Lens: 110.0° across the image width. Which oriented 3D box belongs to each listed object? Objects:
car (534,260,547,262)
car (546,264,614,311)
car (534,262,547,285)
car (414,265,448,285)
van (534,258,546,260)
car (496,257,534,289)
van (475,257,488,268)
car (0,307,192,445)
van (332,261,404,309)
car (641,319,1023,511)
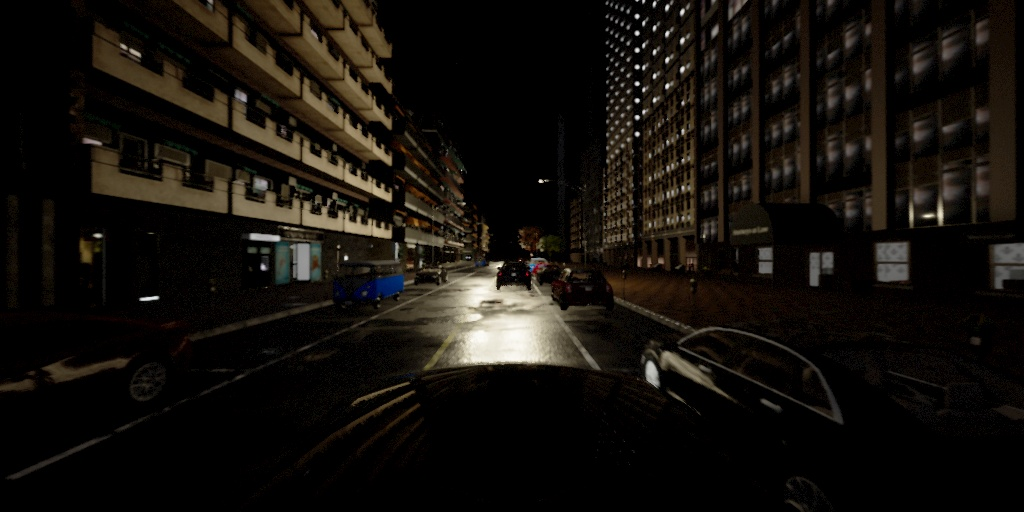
[{"bbox_3d":[2.696,1.312,31.118,1.888,1.381,4.507,0,0,0],"label":"car"},{"bbox_3d":[2.693,1.194,14.549,1.967,1.591,4.097,0,0,0],"label":"car"},{"bbox_3d":[2.695,1.327,25.595,1.948,1.339,4.313,0,0,0],"label":"car"},{"bbox_3d":[-5.686,1.312,25.597,2.007,1.370,4.403,0,0,0],"label":"car"},{"bbox_3d":[2.696,1.113,36.641,1.690,1.789,3.998,0,0,0],"label":"van"},{"bbox_3d":[0.104,1.111,23.112,2.097,1.767,4.553,0,0,0],"label":"car"},{"bbox_3d":[-5.680,1.150,64.256,1.690,1.789,3.998,0,0,0],"label":"van"},{"bbox_3d":[-5.690,1.296,3.506,1.888,1.381,4.507,0,0,0],"label":"car"},{"bbox_3d":[-5.688,1.095,14.551,1.690,1.789,3.998,0,0,0],"label":"van"},{"bbox_3d":[2.691,1.301,3.505,2.007,1.370,4.403,0,0,0],"label":"car"}]
